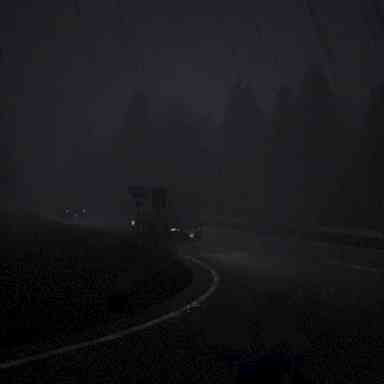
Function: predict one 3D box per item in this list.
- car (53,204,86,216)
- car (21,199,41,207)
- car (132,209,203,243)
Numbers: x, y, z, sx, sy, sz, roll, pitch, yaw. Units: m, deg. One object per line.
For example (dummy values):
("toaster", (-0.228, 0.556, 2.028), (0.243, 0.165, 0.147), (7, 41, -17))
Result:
("car", (-11.241, 1.734, 30.430), (1.895, 1.301, 4.718), (0, 0, -36))
("car", (-22.433, 1.700, 46.185), (2.033, 1.411, 5.357), (0, 0, -36))
("car", (-1.372, 1.635, 16.583), (2.128, 1.511, 4.902), (0, 0, -34))
